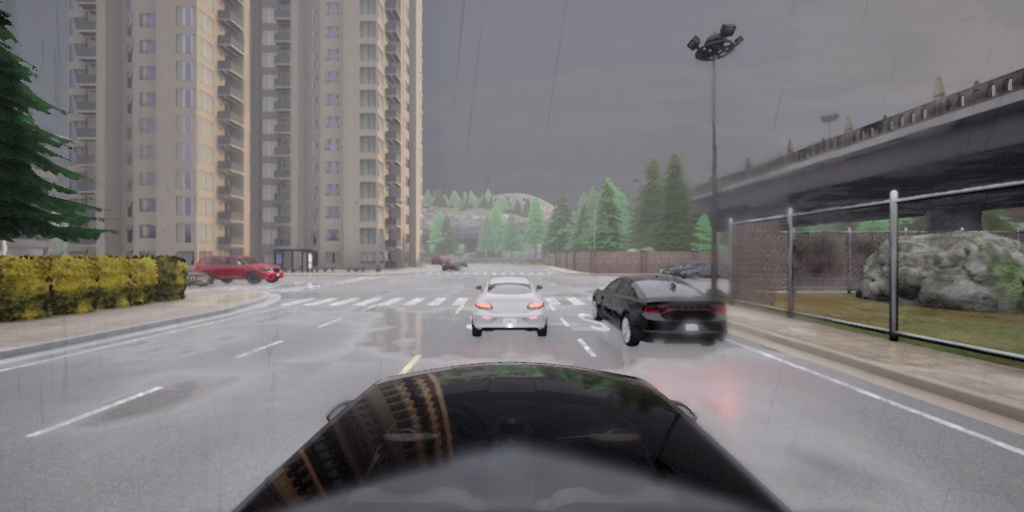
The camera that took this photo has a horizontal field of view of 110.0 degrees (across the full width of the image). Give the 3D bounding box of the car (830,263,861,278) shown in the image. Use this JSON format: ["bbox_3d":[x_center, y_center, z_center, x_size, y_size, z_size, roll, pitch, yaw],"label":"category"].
[{"bbox_3d":[32.603,1.346,33.794,4.181,1.385,1.994,0,0,-1],"label":"car"}]

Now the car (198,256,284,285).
[{"bbox_3d":[-19.708,1.006,25.924,5.566,2.045,2.150,0,0,-1],"label":"car"}]

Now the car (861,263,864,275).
[{"bbox_3d":[33.522,1.006,30.312,5.566,2.045,2.150,0,0,-1],"label":"car"}]

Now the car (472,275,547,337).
[{"bbox_3d":[-0.074,1.269,10.161,1.812,1.442,4.674,0,0,-1],"label":"car"}]

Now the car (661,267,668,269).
[{"bbox_3d":[16.402,1.272,33.594,4.902,1.511,2.128,0,0,-1],"label":"car"}]

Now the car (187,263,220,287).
[{"bbox_3d":[-21.529,1.312,22.411,4.674,1.442,1.812,0,0,-1],"label":"car"}]

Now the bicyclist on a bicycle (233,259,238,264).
[{"bbox_3d":[-29.112,1.073,37.786,0.582,1.620,1.656,0,0,-1],"label":"bicyclist on a bicycle"}]

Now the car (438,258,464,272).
[{"bbox_3d":[-7.783,1.313,46.106,1.895,1.301,4.718,0,0,-1],"label":"car"}]

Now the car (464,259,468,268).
[{"bbox_3d":[-8.320,1.249,59.741,2.033,1.411,5.357,0,0,-7],"label":"car"}]

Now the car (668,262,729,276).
[{"bbox_3d":[16.395,1.331,30.094,5.357,1.411,2.033,0,0,-1],"label":"car"}]

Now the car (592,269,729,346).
[{"bbox_3d":[3.458,1.222,9.383,1.882,1.535,5.008,0,0,0],"label":"car"}]
